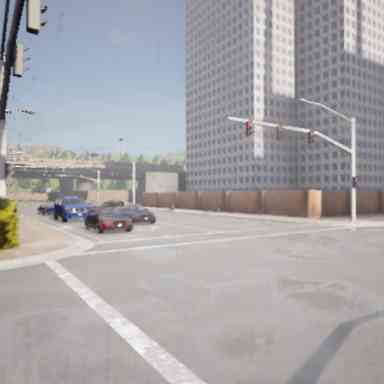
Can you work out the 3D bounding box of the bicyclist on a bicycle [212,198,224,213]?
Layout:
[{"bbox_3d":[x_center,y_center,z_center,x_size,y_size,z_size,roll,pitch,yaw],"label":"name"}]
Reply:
[{"bbox_3d":[2.844,1.522,36.589,1.656,1.620,0.582,0,0,-33],"label":"bicyclist on a bicycle"}]

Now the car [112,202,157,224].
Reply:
[{"bbox_3d":[-4.377,1.739,25.716,1.994,1.385,4.181,0,0,-33],"label":"car"}]

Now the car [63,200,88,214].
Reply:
[{"bbox_3d":[-14.544,1.781,41.432,1.882,1.535,5.008,0,0,-32],"label":"car"}]

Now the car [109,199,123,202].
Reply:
[{"bbox_3d":[-11.718,1.826,50.019,1.882,1.535,5.008,0,0,-33],"label":"car"}]

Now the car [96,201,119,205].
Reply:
[{"bbox_3d":[-9.148,1.836,33.060,1.895,1.301,4.718,0,0,-33],"label":"car"}]

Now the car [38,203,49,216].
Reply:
[{"bbox_3d":[-15.698,1.878,36.747,1.895,1.301,4.718,0,0,-33],"label":"car"}]

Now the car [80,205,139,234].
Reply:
[{"bbox_3d":[-5.170,1.709,20.515,1.994,1.385,4.181,0,0,-33],"label":"car"}]

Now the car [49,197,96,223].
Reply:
[{"bbox_3d":[-10.260,1.430,28.346,2.150,2.045,5.566,0,0,-33],"label":"car"}]

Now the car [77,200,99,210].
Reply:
[{"bbox_3d":[-15.519,1.920,49.542,1.994,1.385,4.181,0,0,-35],"label":"car"}]
